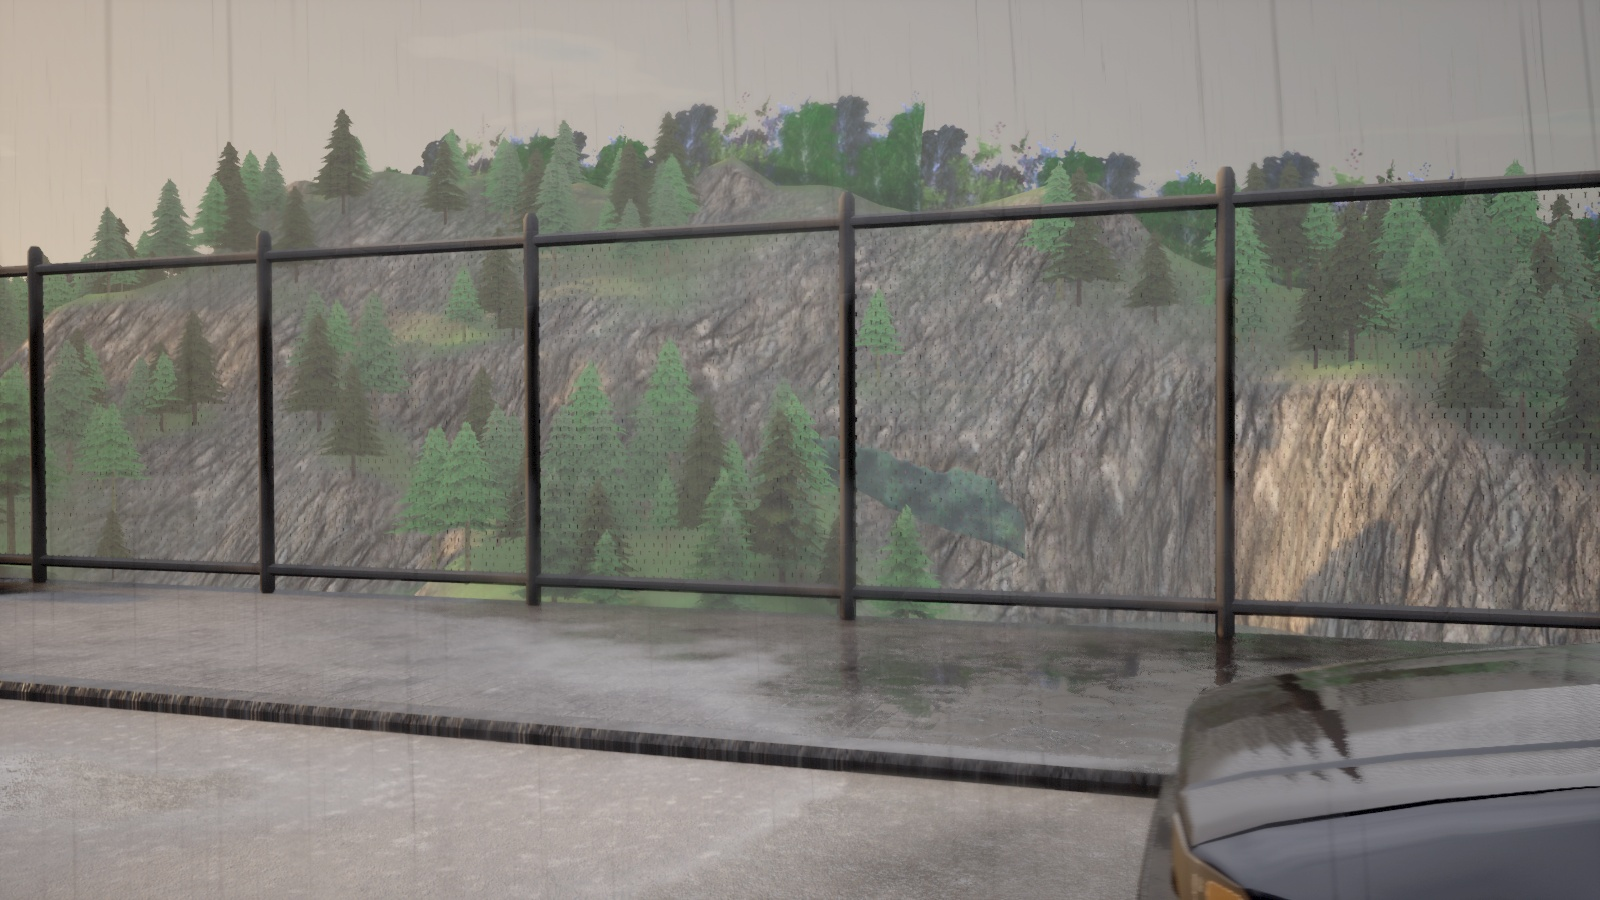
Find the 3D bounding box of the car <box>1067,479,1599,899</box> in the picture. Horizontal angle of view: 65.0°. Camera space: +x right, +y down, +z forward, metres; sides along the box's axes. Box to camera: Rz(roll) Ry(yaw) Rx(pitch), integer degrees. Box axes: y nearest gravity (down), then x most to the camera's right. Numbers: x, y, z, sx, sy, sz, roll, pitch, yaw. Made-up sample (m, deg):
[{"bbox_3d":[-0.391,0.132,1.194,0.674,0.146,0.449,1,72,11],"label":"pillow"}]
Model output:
[{"bbox_3d":[3.389,0.845,2.581,5.357,1.411,2.033,1,1,19],"label":"car"}]
